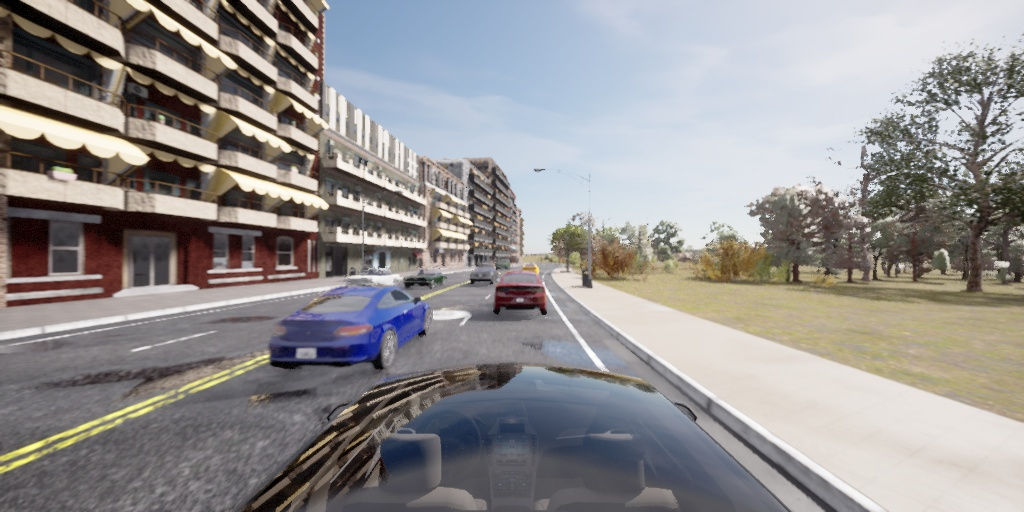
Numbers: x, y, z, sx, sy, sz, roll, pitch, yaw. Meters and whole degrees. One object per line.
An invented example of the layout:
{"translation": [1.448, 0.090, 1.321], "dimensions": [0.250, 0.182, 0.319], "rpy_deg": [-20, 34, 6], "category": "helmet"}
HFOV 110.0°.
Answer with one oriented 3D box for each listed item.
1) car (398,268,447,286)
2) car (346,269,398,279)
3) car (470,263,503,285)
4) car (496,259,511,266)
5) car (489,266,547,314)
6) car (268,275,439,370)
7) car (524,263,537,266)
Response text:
{"translation": [-5.912, 1.540, 24.799], "dimensions": [1.895, 1.301, 4.718], "rpy_deg": [0, -1, 3], "category": "car"}
{"translation": [-9.208, 1.522, 24.042], "dimensions": [1.895, 1.301, 4.718], "rpy_deg": [0, -1, 3], "category": "car"}
{"translation": [-2.190, 1.542, 29.294], "dimensions": [2.033, 1.411, 5.357], "rpy_deg": [0, -1, 4], "category": "car"}
{"translation": [-1.612, 1.615, 65.446], "dimensions": [2.150, 2.045, 5.566], "rpy_deg": [0, 0, 9], "category": "car"}
{"translation": [0.345, 1.343, 14.539], "dimensions": [1.882, 1.535, 5.008], "rpy_deg": [0, 0, 2], "category": "car"}
{"translation": [-3.068, 1.318, 7.715], "dimensions": [1.812, 1.442, 4.674], "rpy_deg": [0, 0, 1], "category": "car"}
{"translation": [2.227, 1.628, 43.087], "dimensions": [1.882, 1.535, 5.008], "rpy_deg": [0, 0, 6], "category": "car"}
